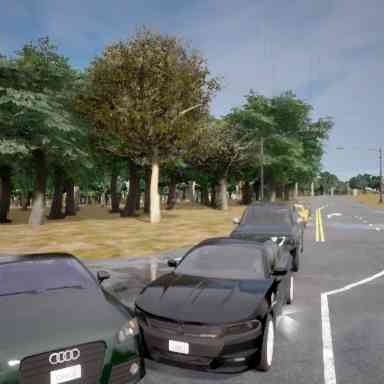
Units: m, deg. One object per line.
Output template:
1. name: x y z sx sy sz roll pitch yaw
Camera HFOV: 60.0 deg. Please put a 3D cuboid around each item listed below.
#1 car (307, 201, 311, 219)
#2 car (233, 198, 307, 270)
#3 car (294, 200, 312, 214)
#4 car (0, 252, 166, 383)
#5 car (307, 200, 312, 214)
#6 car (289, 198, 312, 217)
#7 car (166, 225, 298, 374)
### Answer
1. car: 7.298 1.661 23.978 1.882 1.535 5.008 -1 0 21
2. car: 2.894 1.458 12.330 2.150 2.045 5.566 -2 0 21
3. car: 13.419 1.742 40.052 1.812 1.442 4.674 -1 0 21
4. car: -2.291 1.642 4.904 1.994 1.385 4.181 1 -2 -33
5. car: 9.370 1.721 29.477 1.812 1.442 4.674 -1 0 21
6. car: 11.411 1.558 34.847 2.097 1.767 4.553 -1 0 21
7. car: 0.758 1.612 6.195 1.882 1.535 5.008 -1 -2 21
